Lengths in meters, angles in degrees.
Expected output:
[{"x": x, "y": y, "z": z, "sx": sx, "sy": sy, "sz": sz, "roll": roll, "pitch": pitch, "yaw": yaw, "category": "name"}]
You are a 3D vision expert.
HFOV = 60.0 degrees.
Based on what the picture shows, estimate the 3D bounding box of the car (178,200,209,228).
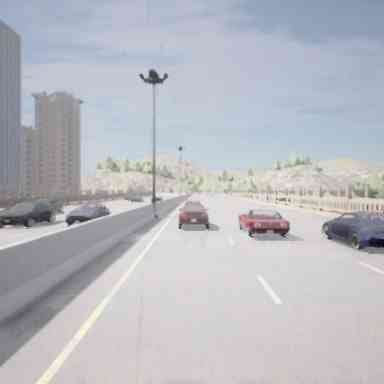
[{"x": 0.114, "y": 1.450, "z": 21.208, "sx": 1.812, "sy": 1.442, "sz": 4.674, "roll": 0, "pitch": 0, "yaw": 0, "category": "car"}]

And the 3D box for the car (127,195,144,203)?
[{"x": -10.390, "y": 1.339, "z": 62.873, "sx": 1.994, "sy": 1.385, "sz": 4.181, "roll": 0, "pitch": 0, "yaw": 2, "category": "car"}]

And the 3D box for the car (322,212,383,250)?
[{"x": 7.100, "y": 1.514, "z": 13.977, "sx": 1.994, "sy": 1.385, "sz": 4.181, "roll": 0, "pitch": 0, "yaw": 0, "category": "car"}]

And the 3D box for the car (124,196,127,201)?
[{"x": -13.586, "y": 1.292, "z": 73.285, "sx": 1.994, "sy": 1.385, "sz": 4.181, "roll": 0, "pitch": 0, "yaw": 2, "category": "car"}]

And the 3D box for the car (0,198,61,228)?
[{"x": -10.599, "y": 1.401, "z": 21.582, "sx": 1.882, "sy": 1.535, "sz": 5.008, "roll": 0, "pitch": 0, "yaw": 0, "category": "car"}]

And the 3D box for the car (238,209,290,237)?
[{"x": 3.599, "y": 1.538, "z": 17.522, "sx": 1.895, "sy": 1.301, "sz": 4.718, "roll": 0, "pitch": 0, "yaw": 0, "category": "car"}]

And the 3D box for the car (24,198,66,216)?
[{"x": -14.092, "y": 1.390, "z": 32.256, "sx": 1.837, "sy": 1.490, "sz": 4.892, "roll": 0, "pitch": 0, "yaw": 0, "category": "car"}]

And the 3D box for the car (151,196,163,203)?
[{"x": -6.820, "y": 1.368, "z": 65.049, "sx": 1.895, "sy": 1.301, "sz": 4.718, "roll": 0, "pitch": 0, "yaw": 2, "category": "car"}]

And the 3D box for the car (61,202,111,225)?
[{"x": -7.100, "y": 1.465, "z": 23.313, "sx": 2.033, "sy": 1.411, "sz": 5.357, "roll": 0, "pitch": 0, "yaw": 0, "category": "car"}]
